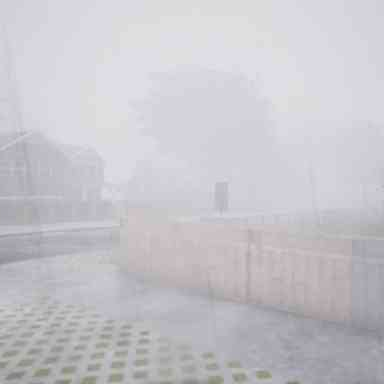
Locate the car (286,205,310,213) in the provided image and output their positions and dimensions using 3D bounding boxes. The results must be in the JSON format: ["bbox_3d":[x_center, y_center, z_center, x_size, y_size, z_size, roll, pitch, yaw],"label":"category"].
[{"bbox_3d":[14.893,2.516,46.318,2.033,1.411,5.357,2,-1,36],"label":"car"}]
